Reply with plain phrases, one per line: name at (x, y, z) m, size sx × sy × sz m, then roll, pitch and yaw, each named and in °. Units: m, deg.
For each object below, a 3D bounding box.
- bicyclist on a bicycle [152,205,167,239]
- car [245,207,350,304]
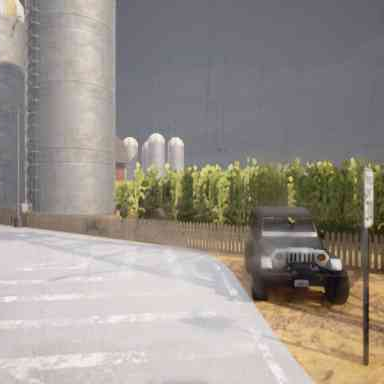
bicyclist on a bicycle at (-1.589, 1.464, 16.324) m, size 0.582 × 1.620 × 1.656 m, roll 1°, pitch -3°, yaw -31°
car at (2.339, 1.357, 8.275) m, size 1.905 × 1.878 × 3.866 m, roll 0°, pitch 0°, yaw 6°
